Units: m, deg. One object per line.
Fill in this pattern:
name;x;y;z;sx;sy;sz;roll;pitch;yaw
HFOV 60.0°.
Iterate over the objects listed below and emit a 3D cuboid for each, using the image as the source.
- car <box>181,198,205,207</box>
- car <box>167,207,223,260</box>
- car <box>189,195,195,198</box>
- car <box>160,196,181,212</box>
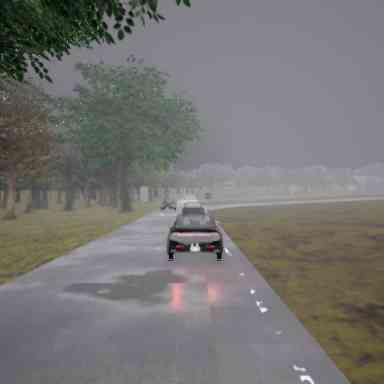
car;0.105;1.567;28.409;1.882;1.535;5.008;0;0;0
car;0.098;1.524;12.509;2.128;1.511;4.902;0;0;0
car;0.018;1.719;92.030;1.882;1.535;5.008;0;0;0
car;-2.742;1.487;40.069;2.033;1.411;5.357;0;0;0
